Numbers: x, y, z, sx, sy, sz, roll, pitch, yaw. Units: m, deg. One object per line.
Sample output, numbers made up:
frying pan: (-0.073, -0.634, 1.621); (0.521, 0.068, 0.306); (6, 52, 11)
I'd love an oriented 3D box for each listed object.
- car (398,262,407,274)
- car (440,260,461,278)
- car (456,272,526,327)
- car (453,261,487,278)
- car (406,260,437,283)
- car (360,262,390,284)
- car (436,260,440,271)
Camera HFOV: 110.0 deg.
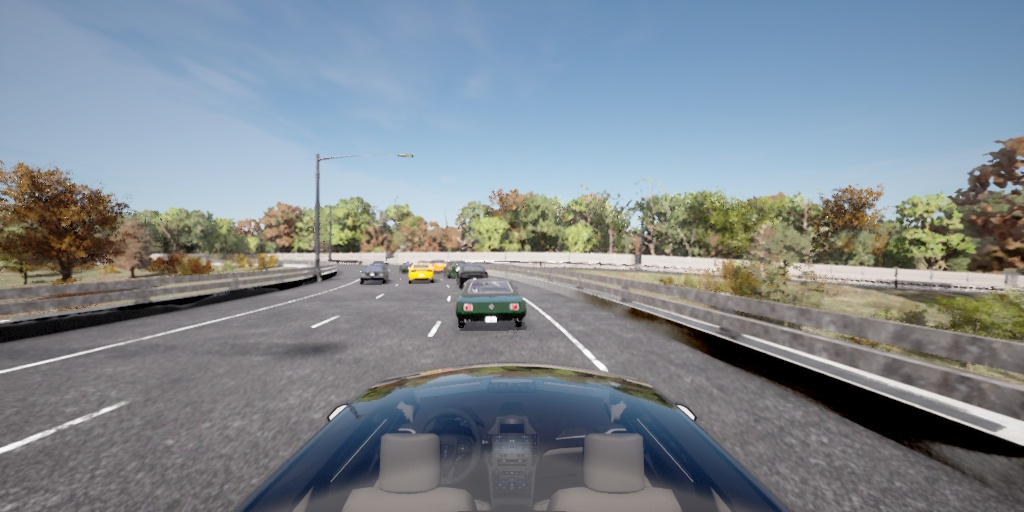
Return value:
car: (-13.140, 1.455, 45.245); (1.994, 1.385, 4.181); (0, 0, -24)
car: (-5.501, 1.205, 34.989); (2.097, 1.767, 4.553); (0, 0, -17)
car: (-0.746, 1.380, 11.619); (1.895, 1.301, 4.718); (0, 0, -5)
car: (-2.756, 1.296, 24.383); (1.882, 1.535, 5.008); (0, 0, -11)
car: (-7.445, 1.317, 29.356); (1.882, 1.535, 5.008); (0, 0, -15)
car: (-10.757, 1.388, 28.284); (2.033, 1.411, 5.357); (0, 0, -15)
car: (-9.640, 1.241, 45.948); (2.097, 1.767, 4.553); (0, 0, -23)
